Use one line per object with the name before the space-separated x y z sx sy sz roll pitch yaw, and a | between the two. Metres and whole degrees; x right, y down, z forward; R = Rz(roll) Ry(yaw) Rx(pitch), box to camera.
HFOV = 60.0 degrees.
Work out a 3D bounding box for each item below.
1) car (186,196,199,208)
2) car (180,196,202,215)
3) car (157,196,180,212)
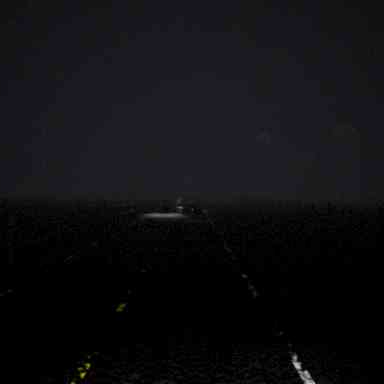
car | 0.086 1.380 46.596 1.837 1.490 4.892 0 0 1
car | 0.039 1.435 33.241 1.812 1.442 4.674 0 0 0
car | -2.715 1.379 36.802 1.882 1.535 5.008 0 0 0
